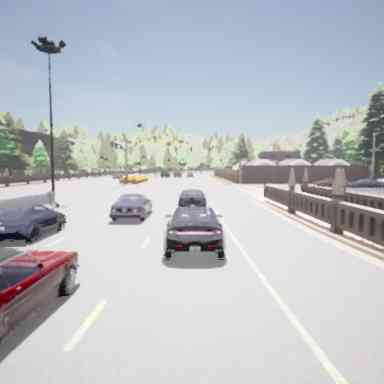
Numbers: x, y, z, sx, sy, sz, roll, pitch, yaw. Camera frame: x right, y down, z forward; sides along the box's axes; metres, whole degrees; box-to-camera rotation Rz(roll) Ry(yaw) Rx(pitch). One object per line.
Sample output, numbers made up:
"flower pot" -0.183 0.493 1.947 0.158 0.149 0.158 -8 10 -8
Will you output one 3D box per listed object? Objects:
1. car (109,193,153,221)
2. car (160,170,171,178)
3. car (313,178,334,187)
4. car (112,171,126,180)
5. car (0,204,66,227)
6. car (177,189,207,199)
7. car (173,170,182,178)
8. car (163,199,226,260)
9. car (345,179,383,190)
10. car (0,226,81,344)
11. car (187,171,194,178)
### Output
"car" -3.473 0.792 19.597 2.033 1.411 5.357 0 4 0
"car" -7.478 -4.955 91.877 2.150 2.045 5.566 0 4 0
"car" 19.521 -1.278 47.046 4.674 1.442 1.812 0 4 2
"car" -17.911 -3.923 80.037 2.097 1.767 4.553 0 4 0
"car" -6.942 1.187 14.036 1.994 1.385 4.181 0 3 0
"car" 0.016 0.515 22.433 1.882 1.535 5.008 0 4 -1
"car" -3.978 -4.956 91.897 2.150 2.045 5.566 0 4 0
"car" 0.071 1.240 11.531 2.128 1.511 4.902 0 2 0
"car" 22.707 -0.985 43.445 5.357 1.411 2.033 0 4 2
"car" -3.406 1.555 5.340 1.895 1.301 4.718 0 1 0
"car" -0.481 -4.614 92.360 1.895 1.301 4.718 0 4 0
